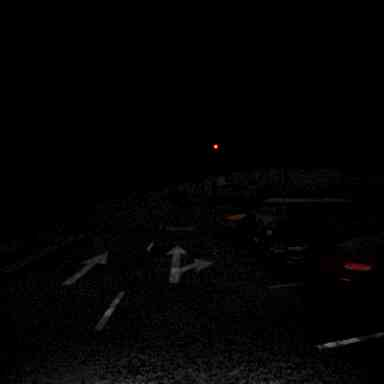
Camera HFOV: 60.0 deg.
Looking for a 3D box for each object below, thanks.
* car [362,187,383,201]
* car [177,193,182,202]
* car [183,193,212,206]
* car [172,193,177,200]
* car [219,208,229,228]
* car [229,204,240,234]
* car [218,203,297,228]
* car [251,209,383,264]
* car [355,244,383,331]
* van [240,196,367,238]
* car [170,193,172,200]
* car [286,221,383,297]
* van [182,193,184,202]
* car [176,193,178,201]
[{"bbox_3d":[19.710,0.197,33.762,2.002,1.452,4.674,-6,4,-27],"label":"car"},{"bbox_3d":[0.610,1.384,66.120,5.566,2.045,2.435,1,0,-28],"label":"car"},{"bbox_3d":[1.352,1.523,60.151,4.553,1.767,2.185,1,0,-27],"label":"car"},{"bbox_3d":[-0.955,1.361,78.068,5.566,2.045,2.435,0,0,-28],"label":"car"},{"bbox_3d":[4.194,1.462,19.354,5.366,1.575,1.946,1,0,-23],"label":"car"},{"bbox_3d":[4.509,1.344,16.417,4.553,1.767,2.185,1,0,-22],"label":"car"},{"bbox_3d":[4.419,1.500,22.406,4.792,1.488,2.163,1,0,-23],"label":"car"},{"bbox_3d":[4.654,1.474,10.368,4.892,1.521,2.231,1,0,-22],"label":"car"},{"bbox_3d":[4.747,1.518,4.326,4.674,1.452,2.002,1,0,-21],"label":"car"},{"bbox_3d":[4.468,1.244,13.342,4.442,1.987,1.878,1,0,-22],"label":"van"},{"bbox_3d":[-2.658,1.474,89.931,4.553,1.767,2.185,1,0,-28],"label":"car"},{"bbox_3d":[4.700,1.515,7.350,4.674,1.452,2.002,1,0,-21],"label":"car"},{"bbox_3d":[0.915,1.416,63.097,4.442,1.987,1.878,1,0,-27],"label":"van"},{"bbox_3d":[0.262,1.378,69.137,5.566,2.045,2.435,1,0,-28],"label":"car"}]
